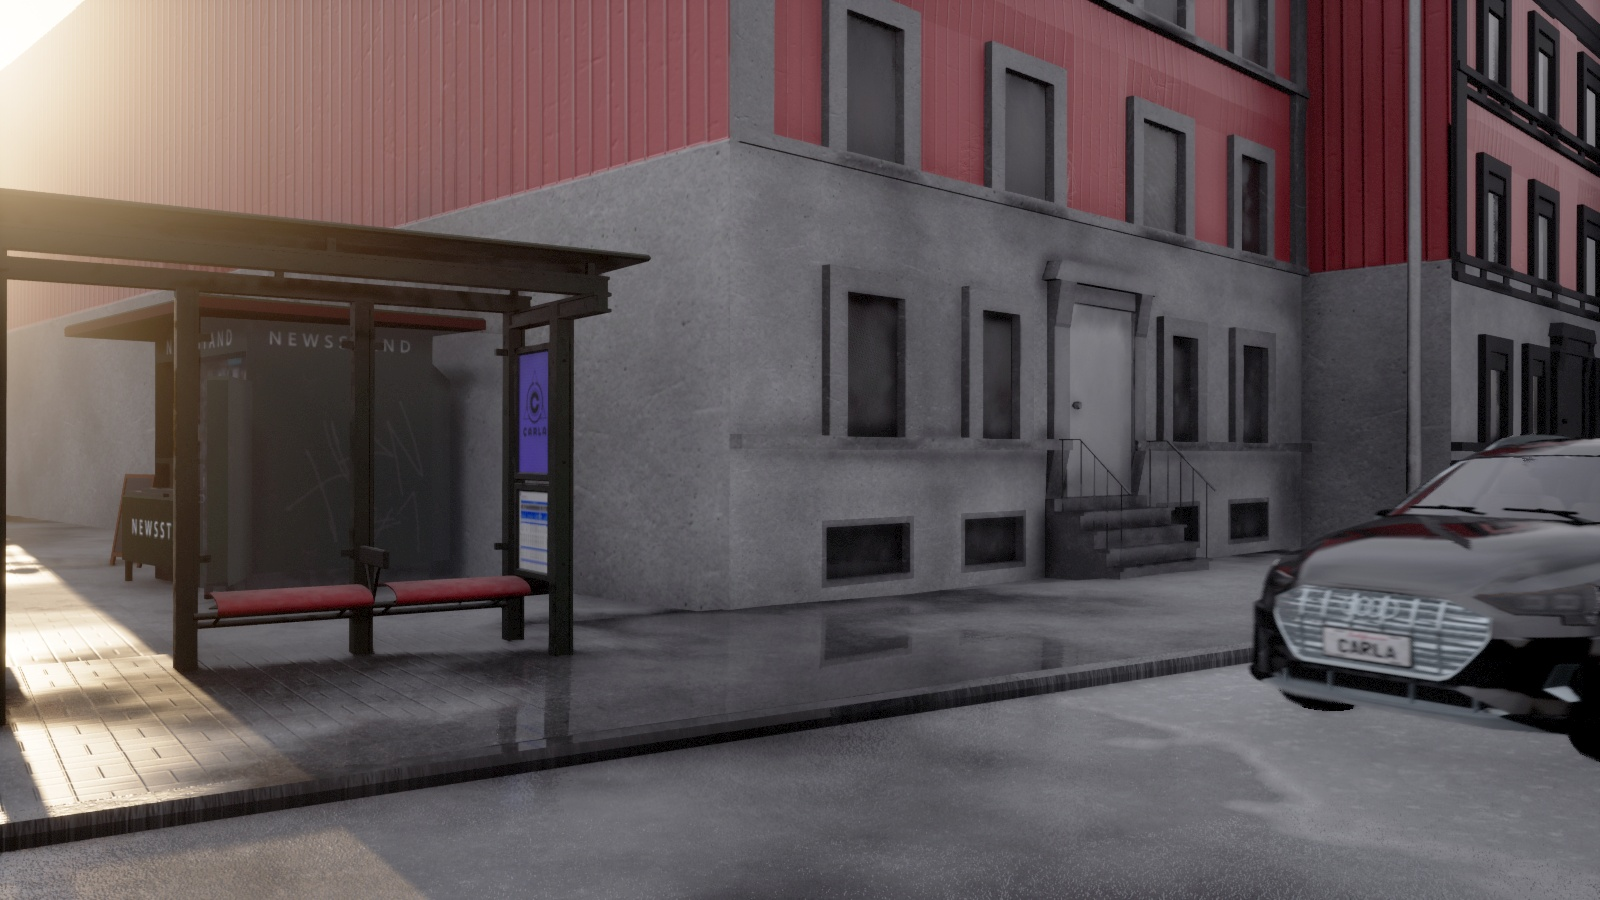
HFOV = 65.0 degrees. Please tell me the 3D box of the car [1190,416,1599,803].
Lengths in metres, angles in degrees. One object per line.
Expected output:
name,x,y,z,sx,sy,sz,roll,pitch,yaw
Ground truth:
car,4.759,0.683,7.582,4.856,1.649,2.033,0,0,-35
